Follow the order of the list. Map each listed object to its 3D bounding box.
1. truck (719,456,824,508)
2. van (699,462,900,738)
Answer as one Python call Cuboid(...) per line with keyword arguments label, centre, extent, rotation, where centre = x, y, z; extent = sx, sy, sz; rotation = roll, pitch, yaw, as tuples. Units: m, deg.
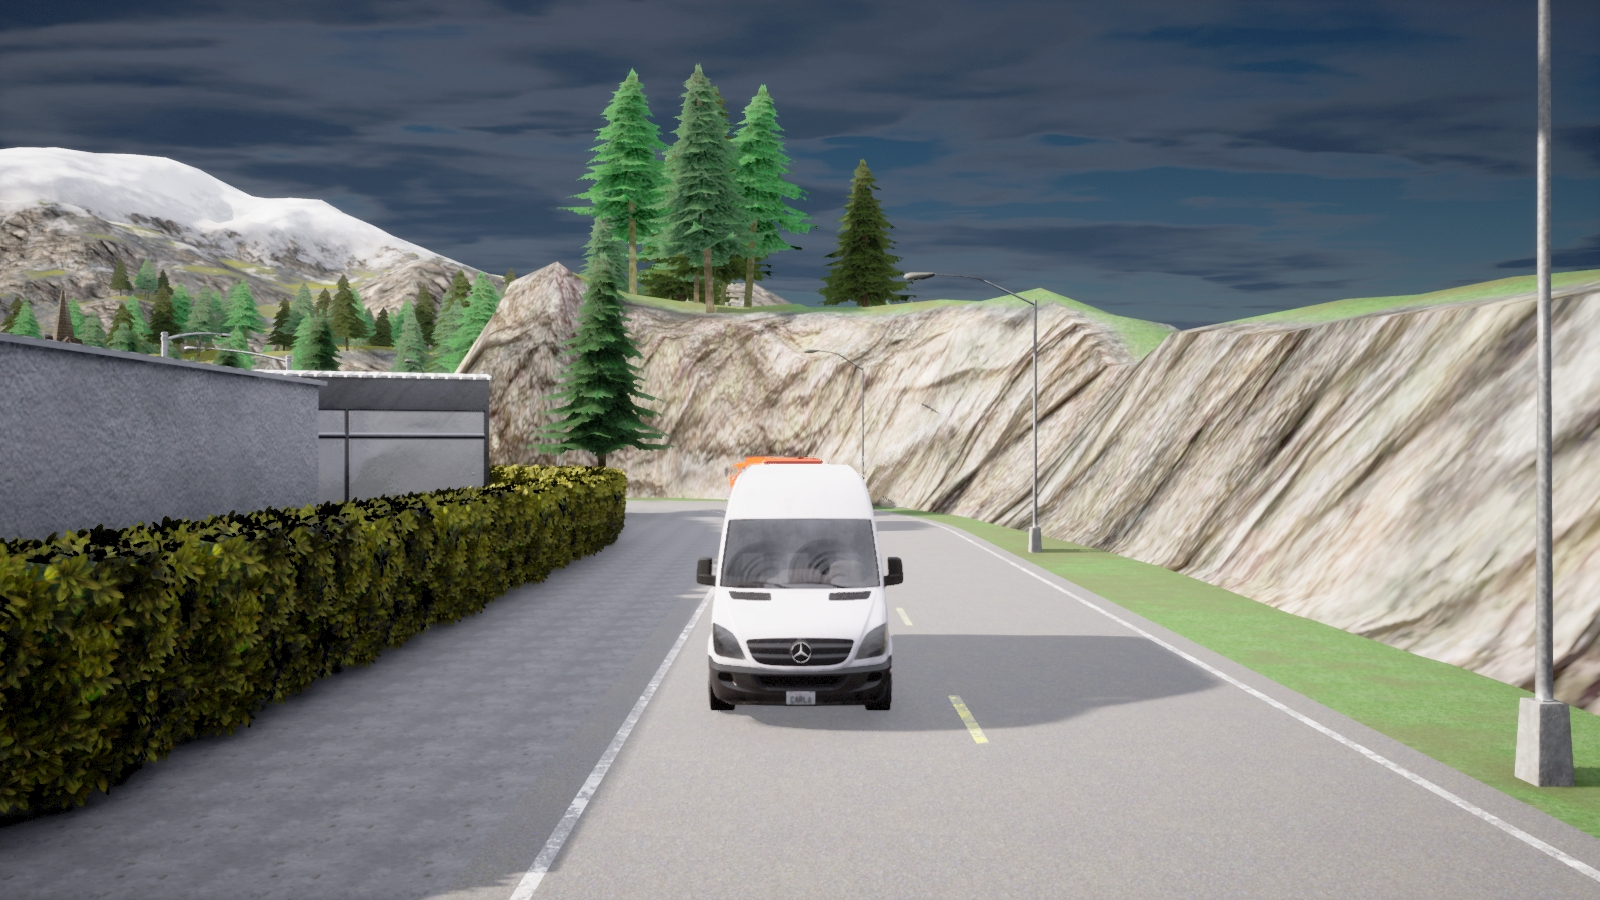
Cuboid(label="truck", centre=(-1.479, 1.565, 57.227), extent=(2.627, 2.467, 5.204), rotation=(1, -1, -40))
Cuboid(label="van", centre=(-0.011, 1.524, 14.318), extent=(1.988, 2.561, 5.915), rotation=(0, 1, 0))
